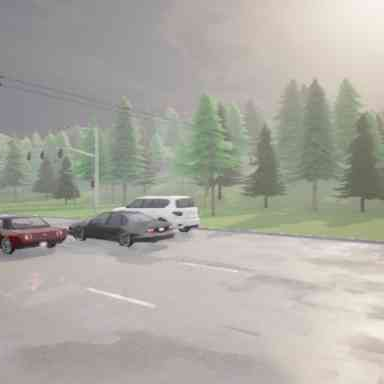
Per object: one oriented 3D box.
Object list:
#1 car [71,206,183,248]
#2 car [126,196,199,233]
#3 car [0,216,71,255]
[{"bbox_3d":[-3.281,1.558,14.922,5.357,1.411,2.033,0,0,36],"label":"car"},{"bbox_3d":[-2.206,1.234,18.454,5.566,2.045,2.150,0,0,36],"label":"car"},{"bbox_3d":[-7.231,1.614,13.441,4.718,1.301,1.895,0,0,36],"label":"car"}]
